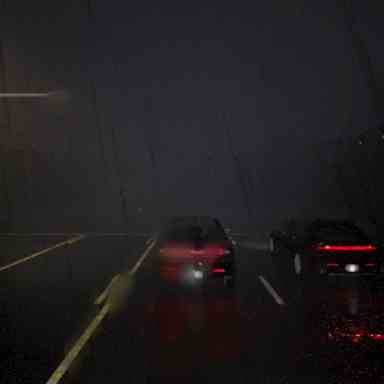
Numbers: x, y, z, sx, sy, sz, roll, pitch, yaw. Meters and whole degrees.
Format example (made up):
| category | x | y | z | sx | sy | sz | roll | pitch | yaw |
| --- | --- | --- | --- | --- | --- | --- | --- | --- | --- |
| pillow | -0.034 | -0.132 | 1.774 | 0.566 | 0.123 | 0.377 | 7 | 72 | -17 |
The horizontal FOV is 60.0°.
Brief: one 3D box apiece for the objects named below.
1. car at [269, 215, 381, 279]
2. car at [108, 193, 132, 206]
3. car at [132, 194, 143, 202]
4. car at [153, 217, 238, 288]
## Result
| category | x | y | z | sx | sy | sz | roll | pitch | yaw |
| --- | --- | --- | --- | --- | --- | --- | --- | --- | --- |
| car | 3.591 | 1.433 | 9.837 | 1.837 | 1.490 | 4.892 | 0 | 0 | 0 |
| car | -10.517 | 1.012 | 47.643 | 2.097 | 1.767 | 4.553 | 0 | 0 | 0 |
| car | -10.440 | 1.073 | 63.378 | 1.812 | 1.442 | 4.674 | 0 | 0 | 1 |
| car | 0.087 | 1.426 | 9.069 | 2.128 | 1.511 | 4.902 | 0 | 0 | 0 |
